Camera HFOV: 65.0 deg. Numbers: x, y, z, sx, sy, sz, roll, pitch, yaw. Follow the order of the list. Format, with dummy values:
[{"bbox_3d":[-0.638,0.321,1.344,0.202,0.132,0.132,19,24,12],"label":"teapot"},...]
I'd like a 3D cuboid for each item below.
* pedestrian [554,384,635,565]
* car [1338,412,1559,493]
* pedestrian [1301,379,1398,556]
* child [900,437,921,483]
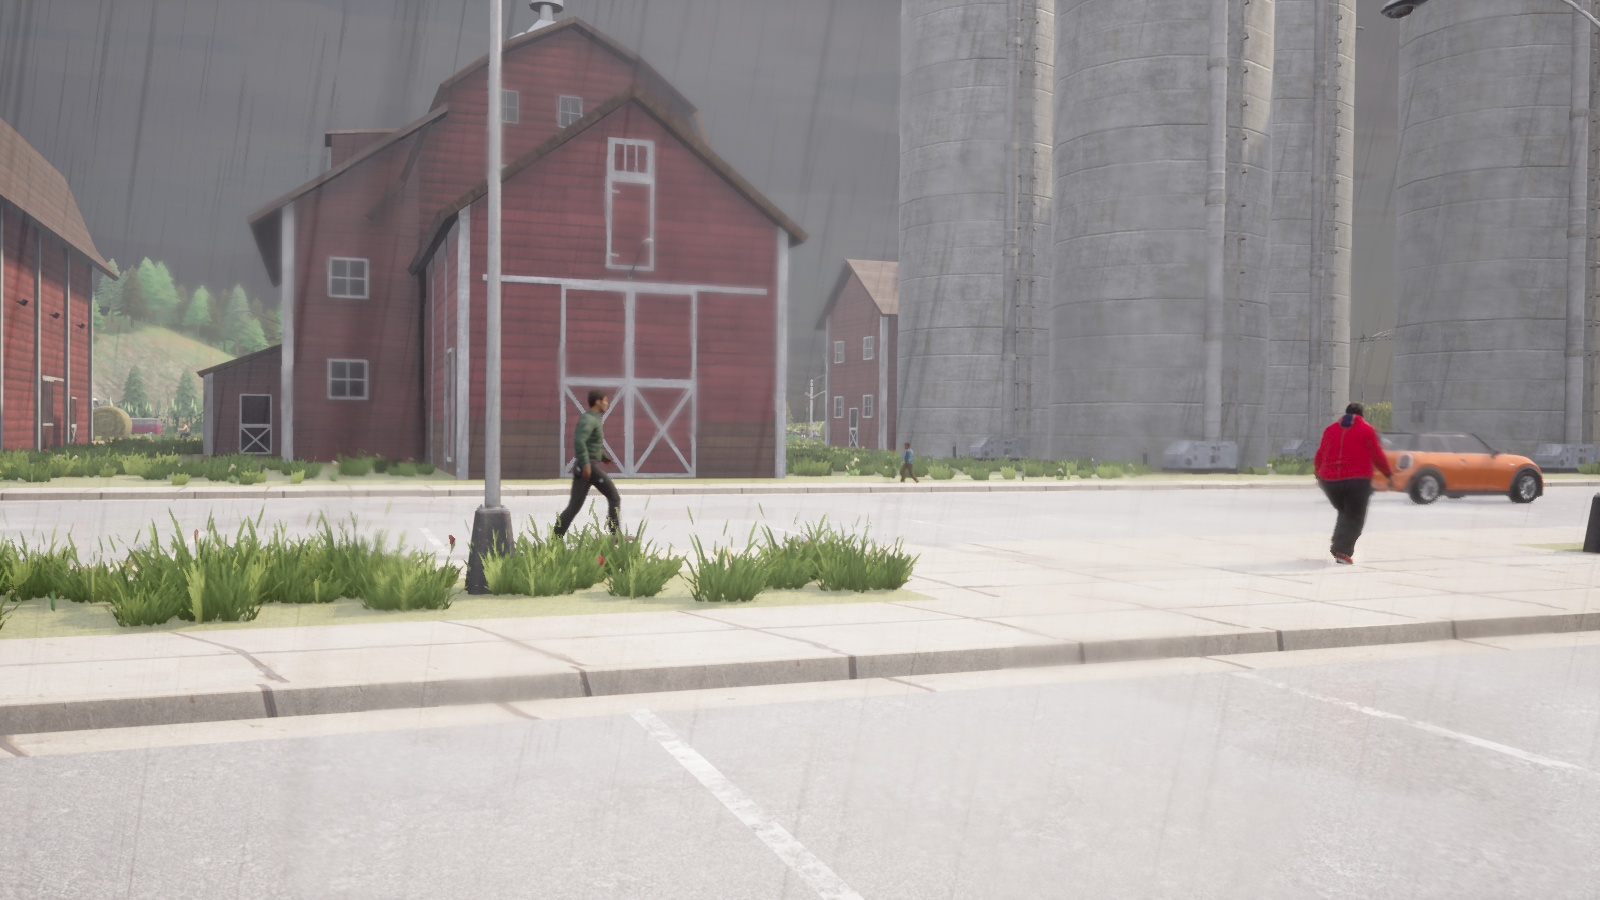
[{"bbox_3d":[-2.267,0.253,13.820,0.788,1.949,0.423,-1,1,-21],"label":"pedestrian"},{"bbox_3d":[15.145,0.015,29.368,4.553,1.767,2.097,-1,1,-21],"label":"car"},{"bbox_3d":[5.951,0.171,13.593,0.899,1.844,0.634,-1,1,-41],"label":"pedestrian"},{"bbox_3d":[2.925,0.260,33.333,0.448,1.192,0.343,-1,1,-20],"label":"child"}]
